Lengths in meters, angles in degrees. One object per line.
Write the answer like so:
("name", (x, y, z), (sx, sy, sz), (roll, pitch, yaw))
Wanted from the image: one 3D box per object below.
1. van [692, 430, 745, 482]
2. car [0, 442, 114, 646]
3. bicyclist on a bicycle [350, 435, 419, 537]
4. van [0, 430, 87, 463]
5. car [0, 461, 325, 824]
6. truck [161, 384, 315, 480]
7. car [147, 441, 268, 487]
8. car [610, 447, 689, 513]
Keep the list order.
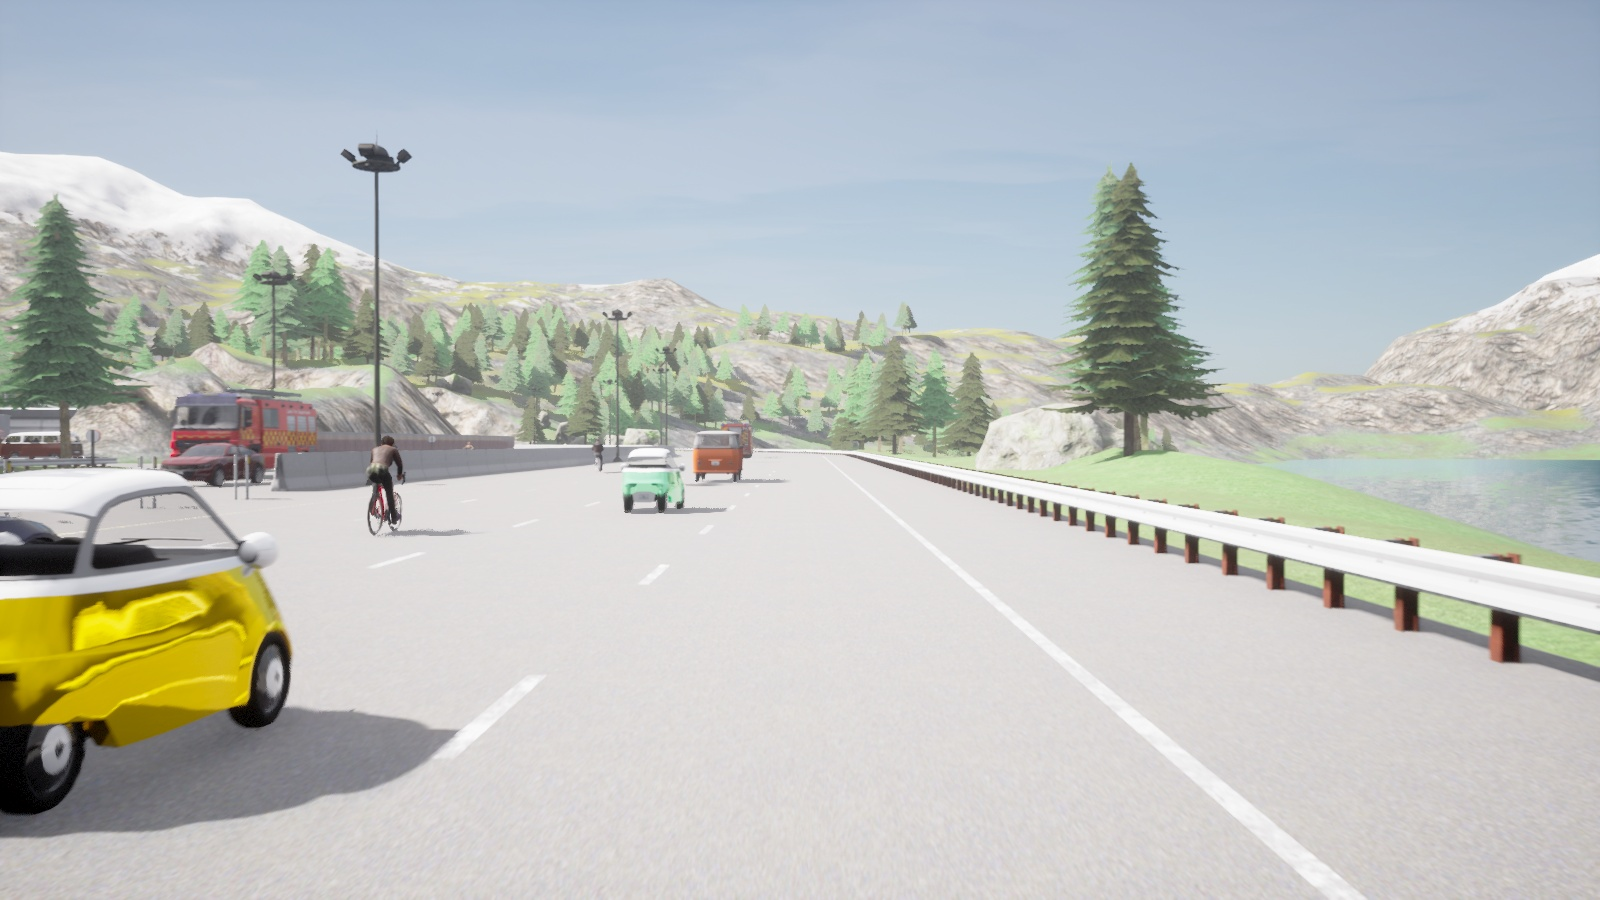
("van", (-3.197, 0.216, 49.926), (1.775, 1.987, 4.442), (0, 0, 0))
("car", (-6.937, 0.694, 8.300), (2.163, 1.488, 4.792), (0, 0, 0))
("bicyclist on a bicycle", (-6.879, 0.576, 20.848), (0.582, 1.620, 1.656), (0, 0, 1))
("van", (-47.160, -0.204, 78.073), (4.480, 2.038, 2.069), (0, 0, 0))
("car", (-3.450, 0.764, 6.033), (1.481, 1.376, 2.207), (0, 1, 0))
("truck", (-24.170, -0.745, 54.580), (2.891, 3.827, 8.468), (0, 0, 0))
("car", (-20.730, 0.458, 44.193), (1.882, 1.535, 5.008), (0, 0, 0))
("car", (-3.323, 0.640, 28.006), (1.481, 1.376, 2.207), (0, 1, 0))
